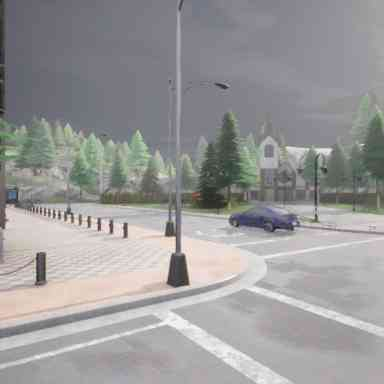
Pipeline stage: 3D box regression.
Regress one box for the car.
[{"bbox_3d":[4.177,1.516,19.566,1.812,1.442,4.674,-1,0,-34],"label":"car"}]
